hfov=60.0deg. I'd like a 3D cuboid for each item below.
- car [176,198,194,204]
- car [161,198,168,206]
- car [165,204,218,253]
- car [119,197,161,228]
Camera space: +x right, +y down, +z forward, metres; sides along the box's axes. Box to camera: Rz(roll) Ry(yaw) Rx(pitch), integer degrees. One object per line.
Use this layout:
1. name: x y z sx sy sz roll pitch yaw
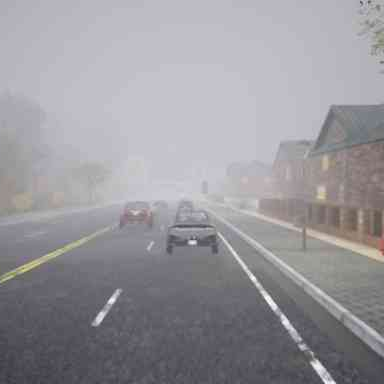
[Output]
1. car: -0.843 1.473 41.046 1.837 1.490 4.892 0 0 -3
2. car: -4.376 1.498 46.728 1.812 1.442 4.674 0 0 -3
3. car: -0.014 1.480 13.555 2.128 1.511 4.902 0 0 -1
4. car: -3.442 1.340 22.143 2.097 1.767 4.553 0 0 -1
